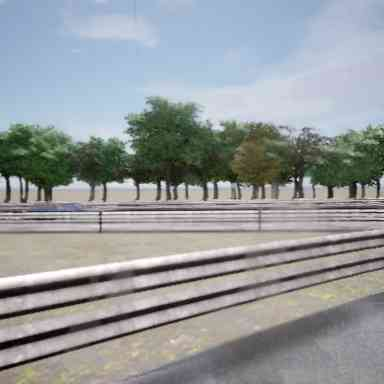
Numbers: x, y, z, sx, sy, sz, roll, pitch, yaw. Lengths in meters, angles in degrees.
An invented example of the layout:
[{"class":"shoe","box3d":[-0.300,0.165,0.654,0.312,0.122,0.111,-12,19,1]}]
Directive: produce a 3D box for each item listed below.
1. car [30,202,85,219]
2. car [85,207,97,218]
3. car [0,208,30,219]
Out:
[{"class":"car","box3d":[-12.881,1.733,30.980,4.553,1.767,2.097,-1,1,4]},{"class":"car","box3d":[-12.169,1.862,34.436,4.674,1.442,1.812,-1,1,5]},{"class":"car","box3d":[-16.533,2.027,27.747,4.718,1.301,1.895,-1,1,4]}]
